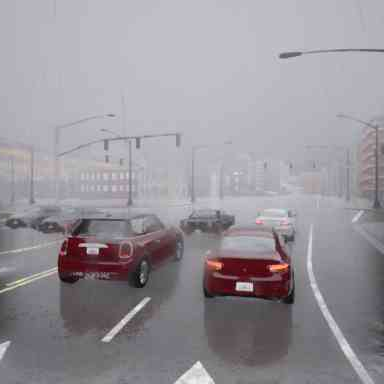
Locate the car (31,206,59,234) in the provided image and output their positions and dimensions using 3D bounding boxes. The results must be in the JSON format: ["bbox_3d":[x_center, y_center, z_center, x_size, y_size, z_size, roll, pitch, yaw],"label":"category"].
[{"bbox_3d":[-6.420,1.565,18.556,1.994,1.385,4.181,0,0,20],"label":"car"}]

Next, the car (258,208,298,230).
[{"bbox_3d":[4.215,1.526,16.604,1.812,1.442,4.674,0,0,20],"label":"car"}]

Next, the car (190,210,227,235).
[{"bbox_3d":[1.033,1.601,18.097,1.895,1.301,4.718,0,0,20],"label":"car"}]

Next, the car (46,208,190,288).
[{"bbox_3d":[-1.730,1.352,9.584,2.097,1.767,4.553,0,0,14],"label":"car"}]

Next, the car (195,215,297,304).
[{"bbox_3d":[1.465,1.526,8.175,1.812,1.442,4.674,0,0,13],"label":"car"}]

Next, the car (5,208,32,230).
[{"bbox_3d":[-9.348,1.565,20.775,1.994,1.385,4.181,0,0,20],"label":"car"}]
